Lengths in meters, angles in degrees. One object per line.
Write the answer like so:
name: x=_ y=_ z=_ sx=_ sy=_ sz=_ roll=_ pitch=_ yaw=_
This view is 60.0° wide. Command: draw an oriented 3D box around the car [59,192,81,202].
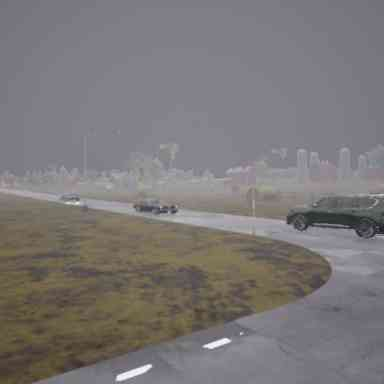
car: x=-17.646 y=0.663 z=47.843 sx=2.033 sy=1.411 sz=5.357 roll=-1 pitch=2 yaw=-35

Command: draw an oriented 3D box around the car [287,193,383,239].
car: x=7.624 y=1.094 z=16.958 sx=2.150 sy=2.045 sz=5.566 roll=-5 pitch=4 yaw=-42

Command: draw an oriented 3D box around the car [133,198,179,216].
car: x=-3.072 y=1.224 z=27.766 sx=1.895 sy=1.301 sz=4.718 roll=-1 pitch=2 yaw=-36
